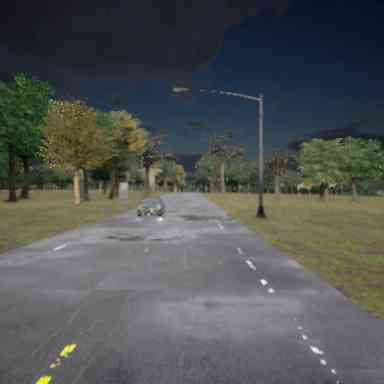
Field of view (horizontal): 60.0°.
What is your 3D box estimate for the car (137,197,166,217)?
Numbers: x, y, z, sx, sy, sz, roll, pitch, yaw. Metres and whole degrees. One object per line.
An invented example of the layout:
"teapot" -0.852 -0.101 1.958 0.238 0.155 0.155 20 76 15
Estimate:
"car" -3.489 1.212 29.221 2.097 1.767 4.553 0 0 0
